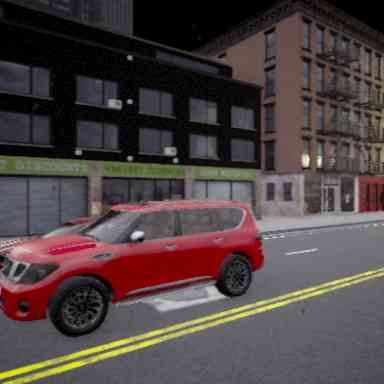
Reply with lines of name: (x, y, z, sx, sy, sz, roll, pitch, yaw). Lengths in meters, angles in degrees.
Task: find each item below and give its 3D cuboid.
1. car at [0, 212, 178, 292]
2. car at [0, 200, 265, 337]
car: (-3.013, 1.477, 9.519, 5.008, 1.535, 1.882, 0, 0, -35)
car: (-0.891, 1.220, 7.041, 5.566, 2.045, 2.150, 0, 0, -36)
